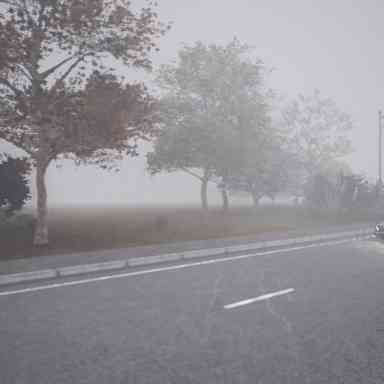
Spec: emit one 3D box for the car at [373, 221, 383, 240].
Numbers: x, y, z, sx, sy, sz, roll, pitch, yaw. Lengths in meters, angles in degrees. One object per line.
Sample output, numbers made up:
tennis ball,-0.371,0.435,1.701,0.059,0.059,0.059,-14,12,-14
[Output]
car,10.909,1.551,16.061,5.357,1.411,2.033,0,0,-35
